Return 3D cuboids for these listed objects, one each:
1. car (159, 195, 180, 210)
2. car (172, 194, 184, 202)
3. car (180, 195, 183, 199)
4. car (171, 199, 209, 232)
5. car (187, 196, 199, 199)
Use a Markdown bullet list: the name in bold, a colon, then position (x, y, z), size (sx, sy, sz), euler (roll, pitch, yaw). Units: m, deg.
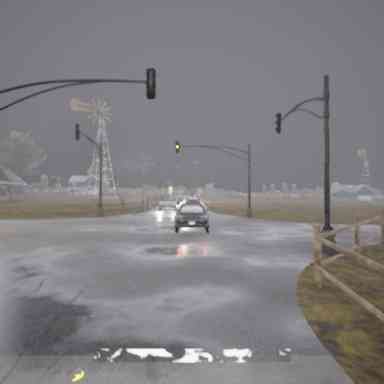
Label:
- **car**: position (-2.805, 1.345, 39.103), size (1.895, 1.301, 4.718), euler (0, 0, 0)
- **car**: position (-2.708, 1.203, 64.357), size (2.033, 1.411, 5.357), euler (0, 0, 1)
- **car**: position (-2.778, 1.202, 50.299), size (1.837, 1.490, 4.892), euler (0, 1, 0)
- **car**: position (-0.005, 1.376, 19.034), size (1.812, 1.442, 4.674), euler (0, 0, 0)
- **car**: position (0.131, 1.255, 42.400), size (1.812, 1.442, 4.674), euler (0, 0, 0)
